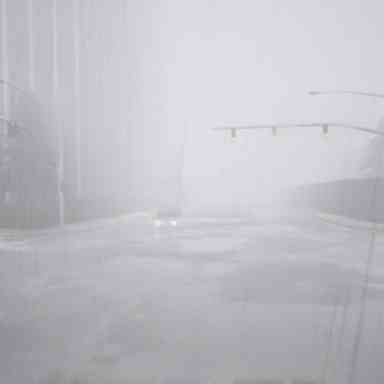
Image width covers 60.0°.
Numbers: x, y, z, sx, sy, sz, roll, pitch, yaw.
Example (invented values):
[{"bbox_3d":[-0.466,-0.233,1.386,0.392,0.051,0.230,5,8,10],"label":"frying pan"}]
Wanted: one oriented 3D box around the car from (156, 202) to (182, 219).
[{"bbox_3d":[-2.177,1.783,32.685,1.882,1.535,5.008,-1,0,8],"label":"car"}]
